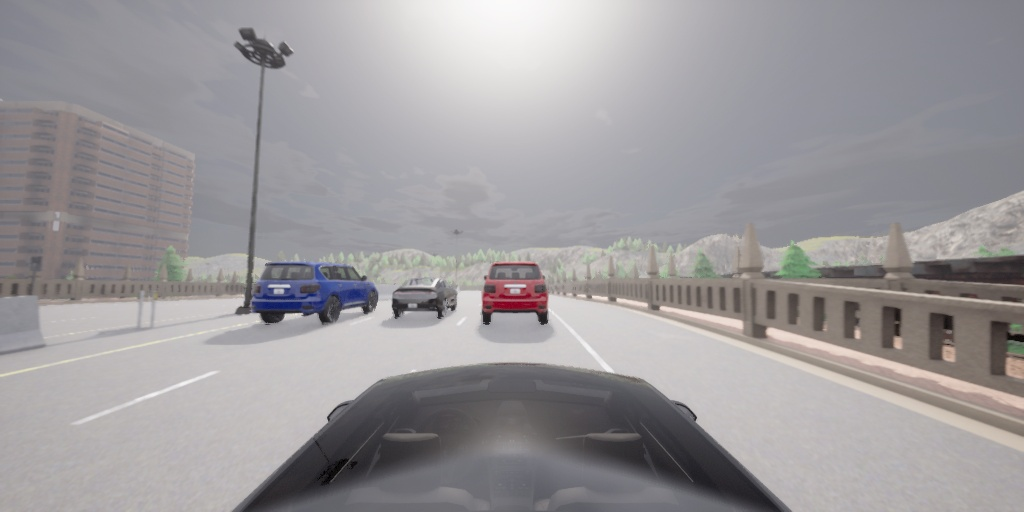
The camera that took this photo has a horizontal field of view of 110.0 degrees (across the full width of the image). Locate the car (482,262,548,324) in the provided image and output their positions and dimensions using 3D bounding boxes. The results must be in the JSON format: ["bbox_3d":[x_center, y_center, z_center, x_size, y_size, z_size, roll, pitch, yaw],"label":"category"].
[{"bbox_3d":[0.096,1.288,13.470,2.150,2.045,5.566,0,-3,0],"label":"car"}]

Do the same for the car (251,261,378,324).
[{"bbox_3d":[-6.903,1.279,13.288,2.150,2.045,5.566,0,-3,0],"label":"car"}]

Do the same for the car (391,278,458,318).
[{"bbox_3d":[-3.405,1.627,14.713,2.128,1.511,4.902,0,-3,0],"label":"car"}]
